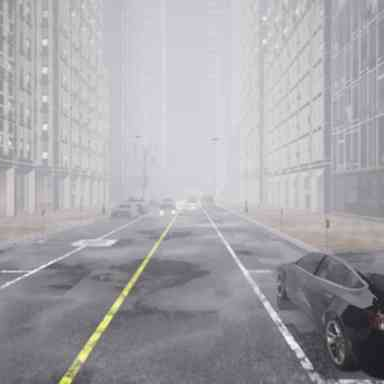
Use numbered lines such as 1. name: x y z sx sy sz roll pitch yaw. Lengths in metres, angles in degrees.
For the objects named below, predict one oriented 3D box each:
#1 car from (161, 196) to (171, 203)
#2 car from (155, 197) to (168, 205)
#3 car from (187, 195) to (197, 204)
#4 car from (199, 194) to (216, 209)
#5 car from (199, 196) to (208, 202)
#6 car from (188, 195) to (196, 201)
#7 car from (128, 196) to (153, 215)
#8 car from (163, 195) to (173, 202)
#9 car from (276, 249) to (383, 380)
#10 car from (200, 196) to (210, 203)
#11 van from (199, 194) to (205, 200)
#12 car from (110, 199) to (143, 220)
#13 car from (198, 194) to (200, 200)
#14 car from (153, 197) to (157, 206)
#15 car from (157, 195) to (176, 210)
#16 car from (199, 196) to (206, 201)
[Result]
1. car: -5.700 1.560 73.712 1.752 1.417 4.829 0 0 0
2. car: -5.699 1.590 62.486 2.008 1.369 4.403 0 0 0
3. car: -0.006 1.640 63.638 1.895 1.301 4.718 0 0 0
4. car: 2.345 1.496 45.811 1.801 1.575 5.366 0 0 0
5. car: 2.681 1.581 79.582 2.008 1.369 4.403 0 0 0
6. car: -0.008 1.440 80.036 1.837 1.490 4.892 0 0 0
7. car: -5.698 1.350 33.995 2.192 1.841 5.009 0 0 0
8. car: -5.701 1.471 79.583 1.967 1.590 4.097 0 0 0
9. car: 2.686 1.573 5.500 1.947 1.339 4.313 0 0 0
10. car: 2.681 1.563 68.352 1.752 1.417 4.829 0 0 0
11. van: 2.679 1.359 90.978 1.690 1.788 3.998 0 0 0
12. car: -5.696 1.576 28.295 1.887 1.381 4.507 0 0 0
13. car: 2.681 1.354 62.484 2.192 1.841 5.009 0 0 0
14. car: -5.698 1.480 51.089 1.967 1.590 4.097 0 0 0
15. car: -3.094 1.516 43.829 1.882 1.535 5.008 0 0 0
16. car: 2.680 1.607 85.279 1.802 1.307 4.206 0 0 0
